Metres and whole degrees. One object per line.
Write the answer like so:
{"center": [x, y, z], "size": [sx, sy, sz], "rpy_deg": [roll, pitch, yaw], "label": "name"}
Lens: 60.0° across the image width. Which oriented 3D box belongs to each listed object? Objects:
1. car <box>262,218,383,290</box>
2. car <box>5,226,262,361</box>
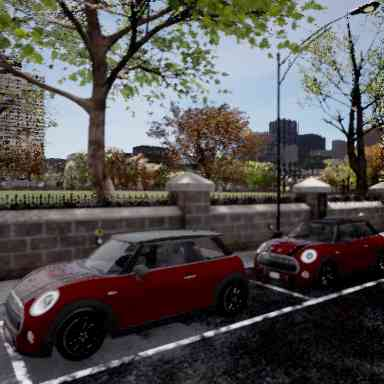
{"center": [3.611, 1.477, 9.137], "size": [4.097, 1.590, 1.967], "rpy_deg": [0, 0, -35], "label": "car"}
{"center": [-0.971, 1.452, 5.868], "size": [4.097, 1.590, 1.967], "rpy_deg": [0, 0, -35], "label": "car"}
